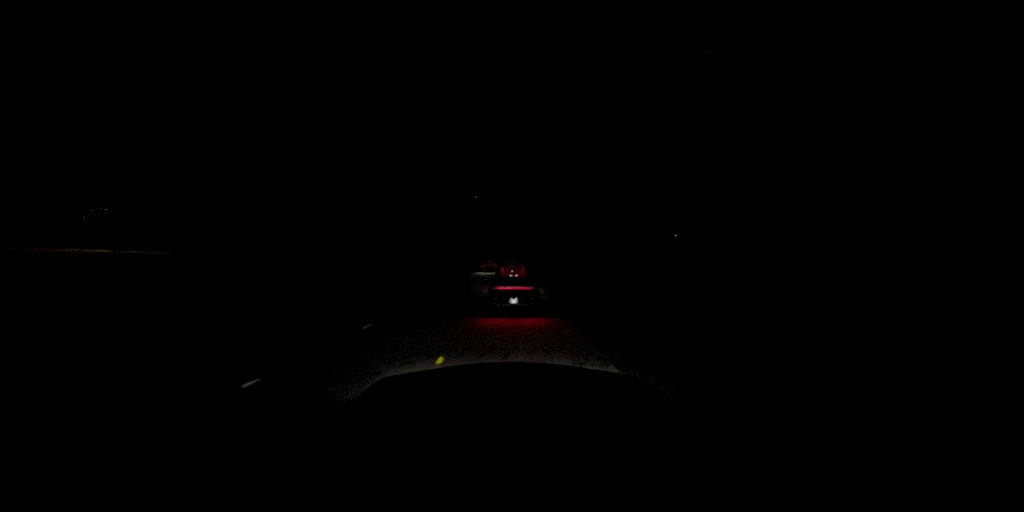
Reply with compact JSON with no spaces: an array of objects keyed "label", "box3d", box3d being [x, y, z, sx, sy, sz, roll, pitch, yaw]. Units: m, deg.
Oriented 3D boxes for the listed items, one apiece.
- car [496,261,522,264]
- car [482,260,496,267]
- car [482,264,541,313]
[{"label":"car","box3d":[0.069,1.146,28.885,2.097,1.767,4.553,0,0,0]},{"label":"car","box3d":[-2.826,1.308,47.050,1.882,1.535,5.008,0,0,0]},{"label":"car","box3d":[0.070,1.258,14.051,2.128,1.511,4.902,0,0,0]}]
